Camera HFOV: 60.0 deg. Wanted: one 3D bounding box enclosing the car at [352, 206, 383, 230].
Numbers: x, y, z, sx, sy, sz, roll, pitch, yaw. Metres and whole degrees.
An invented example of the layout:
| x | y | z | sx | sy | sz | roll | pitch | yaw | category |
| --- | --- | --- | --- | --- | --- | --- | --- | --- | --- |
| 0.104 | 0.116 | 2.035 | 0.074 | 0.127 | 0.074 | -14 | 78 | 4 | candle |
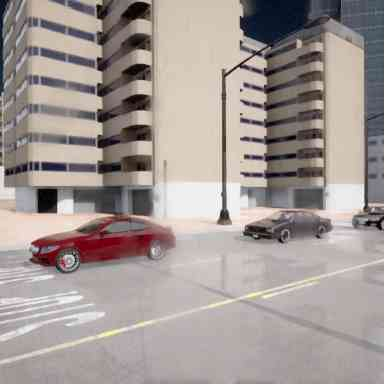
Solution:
| x | y | z | sx | sy | sz | roll | pitch | yaw | category |
| --- | --- | --- | --- | --- | --- | --- | --- | --- | --- |
| 12.770 | 1.726 | 22.670 | 4.902 | 1.511 | 2.128 | 1 | -1 | -38 | car |

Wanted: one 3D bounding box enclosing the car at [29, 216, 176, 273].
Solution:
| x | y | z | sx | sy | sz | roll | pitch | yaw | category |
| --- | --- | --- | --- | --- | --- | --- | --- | --- | --- |
| -2.687 | 1.529 | 10.779 | 4.674 | 1.442 | 1.812 | 0 | 0 | -38 | car |

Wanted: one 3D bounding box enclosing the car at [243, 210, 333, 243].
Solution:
| x | y | z | sx | sy | sz | roll | pitch | yaw | category |
| --- | --- | --- | --- | --- | --- | --- | --- | --- | --- |
| 4.972 | 1.636 | 16.681 | 5.357 | 1.411 | 2.033 | 1 | -1 | -38 | car |
